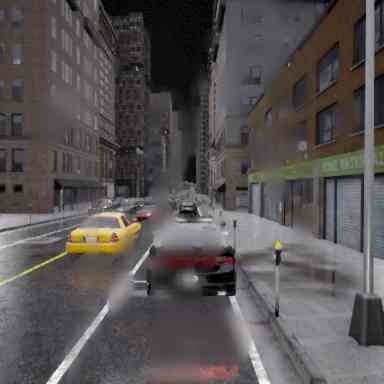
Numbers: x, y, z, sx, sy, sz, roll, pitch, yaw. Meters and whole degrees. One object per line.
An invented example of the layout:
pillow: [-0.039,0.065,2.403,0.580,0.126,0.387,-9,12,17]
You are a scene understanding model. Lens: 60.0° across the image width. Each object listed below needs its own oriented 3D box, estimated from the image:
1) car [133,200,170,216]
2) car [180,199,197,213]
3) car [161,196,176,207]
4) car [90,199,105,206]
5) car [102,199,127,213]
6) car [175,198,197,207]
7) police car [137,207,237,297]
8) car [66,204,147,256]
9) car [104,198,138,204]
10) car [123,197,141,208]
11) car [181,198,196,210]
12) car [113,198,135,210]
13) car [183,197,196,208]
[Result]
car: [-3.063,1.562,25.720,1.994,1.385,4.181,0,0,0]
car: [-0.393,1.546,38.589,1.887,1.381,4.507,-1,0,0]
car: [-3.059,1.354,42.771,2.097,1.767,4.553,0,0,0]
car: [-8.920,1.439,33.084,1.967,1.590,4.097,-1,0,0]
car: [-8.918,1.567,38.589,1.947,1.339,4.313,-1,0,0]
car: [-0.393,1.565,33.084,1.947,1.339,4.313,-1,0,0]
police car: [-0.011,1.423,8.761,1.930,1.638,5.238,0,0,0]
car: [-3.146,1.455,12.950,1.801,1.575,5.366,0,0,0]
car: [-6.238,1.490,31.005,2.128,1.511,4.902,0,0,0]
car: [-8.918,1.549,49.600,1.887,1.381,4.507,-1,0,0]
car: [-0.393,1.548,44.094,1.887,1.381,4.507,-1,0,0]
car: [-8.918,1.554,44.095,2.008,1.369,4.403,-1,0,0]
car: [-0.393,1.550,49.600,1.887,1.381,4.507,-1,0,0]
